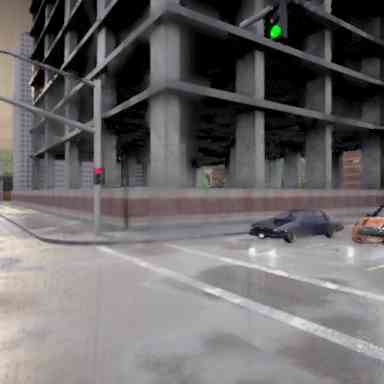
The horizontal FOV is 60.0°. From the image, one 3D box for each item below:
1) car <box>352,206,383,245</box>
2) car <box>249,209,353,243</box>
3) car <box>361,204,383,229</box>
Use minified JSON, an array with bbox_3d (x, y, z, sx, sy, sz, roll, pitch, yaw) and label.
[{"bbox_3d":[8.980,1.345,14.518,4.553,1.767,2.097,0,0,-35],"label":"car"},{"bbox_3d":[5.245,1.544,16.187,5.357,1.411,2.033,0,0,-35],"label":"car"},{"bbox_3d":[13.588,1.549,21.974,5.357,1.411,2.033,0,0,-35],"label":"car"}]
